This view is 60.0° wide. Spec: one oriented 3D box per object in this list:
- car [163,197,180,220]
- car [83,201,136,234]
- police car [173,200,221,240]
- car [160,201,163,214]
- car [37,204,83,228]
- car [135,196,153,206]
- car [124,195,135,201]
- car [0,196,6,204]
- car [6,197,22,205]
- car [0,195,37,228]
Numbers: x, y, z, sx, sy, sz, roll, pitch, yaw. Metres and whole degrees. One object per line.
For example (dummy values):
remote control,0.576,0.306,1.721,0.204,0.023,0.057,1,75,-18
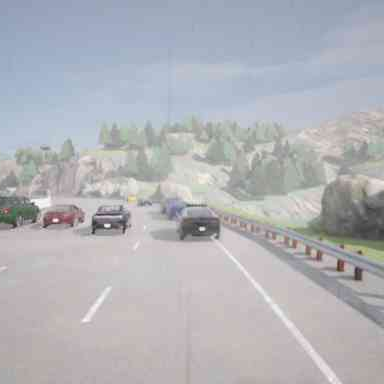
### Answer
car,-1.082,1.472,27.943,1.882,1.535,5.008,0,0,-8
car,-4.576,1.488,19.356,2.128,1.511,4.902,0,0,-6
police car,0.218,1.421,17.198,1.930,1.638,5.238,0,0,-5
car,-2.152,1.344,34.385,2.097,1.767,4.553,0,0,-10
car,-8.423,1.523,22.131,1.812,1.442,4.674,0,0,-7
car,-7.457,1.591,52.901,1.895,1.301,4.718,0,0,-16
car,-12.936,1.281,69.501,1.882,1.535,5.008,0,0,-23
car,-37.729,1.550,64.956,1.994,1.385,4.181,0,0,-23
car,-31.921,1.554,59.679,1.994,1.385,4.181,0,0,-19
car,-11.889,1.220,21.941,2.150,2.045,5.566,0,0,-7
